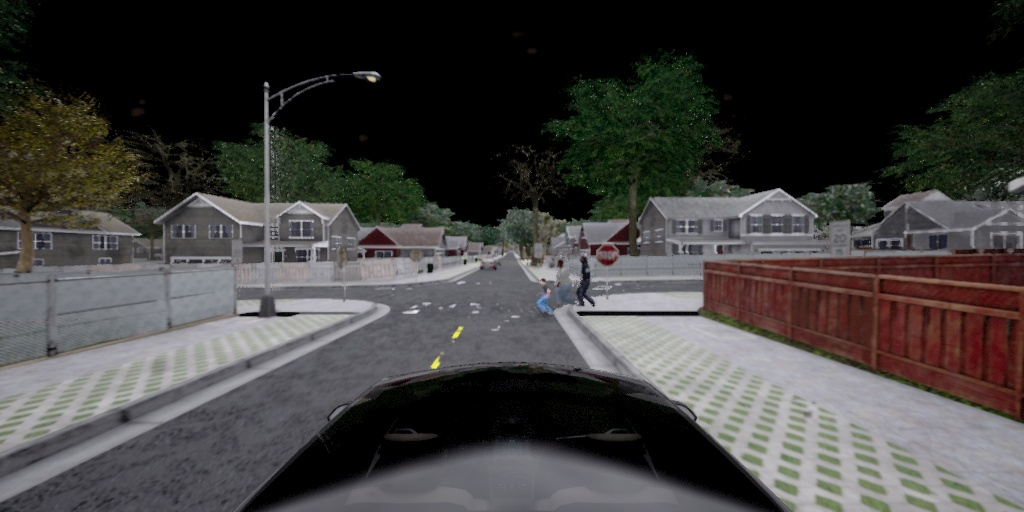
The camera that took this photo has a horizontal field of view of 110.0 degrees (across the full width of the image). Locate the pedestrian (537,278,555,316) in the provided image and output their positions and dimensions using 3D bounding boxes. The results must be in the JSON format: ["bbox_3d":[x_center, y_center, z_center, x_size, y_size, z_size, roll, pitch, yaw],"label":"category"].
[{"bbox_3d":[1.092,1.256,11.550,0.375,1.300,0.375,0,1,0],"label":"pedestrian"}]

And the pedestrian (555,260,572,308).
[{"bbox_3d":[1.831,0.967,12.748,0.375,1.860,0.375,0,1,0],"label":"pedestrian"}]

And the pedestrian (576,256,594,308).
[{"bbox_3d":[2.478,0.821,12.146,0.375,1.860,0.375,0,1,0],"label":"pedestrian"}]

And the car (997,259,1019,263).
[{"bbox_3d":[30.031,0.626,20.976,4.181,1.385,1.994,-1,1,0],"label":"car"}]

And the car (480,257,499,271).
[{"bbox_3d":[-2.830,0.983,43.298,1.812,1.442,4.674,0,1,0],"label":"car"}]

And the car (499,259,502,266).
[{"bbox_3d":[-2.792,0.865,59.553,1.812,1.442,4.674,0,0,0],"label":"car"}]
